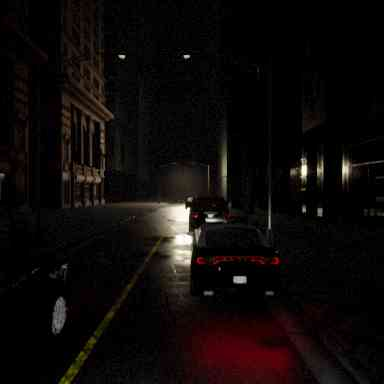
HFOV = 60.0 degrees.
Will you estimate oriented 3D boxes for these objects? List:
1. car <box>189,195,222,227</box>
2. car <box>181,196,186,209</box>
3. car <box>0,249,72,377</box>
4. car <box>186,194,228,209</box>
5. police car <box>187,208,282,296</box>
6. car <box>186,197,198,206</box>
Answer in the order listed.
[{"bbox_3d":[0.905,1.282,24.733,2.150,2.045,5.566,0,0,0],"label":"car"},{"bbox_3d":[0.024,1.598,46.114,2.128,1.511,4.902,0,0,0],"label":"car"},{"bbox_3d":[-3.001,1.484,3.737,1.882,1.535,5.008,0,0,0],"label":"car"},{"bbox_3d":[0.904,1.266,18.732,2.150,2.045,5.566,0,0,0],"label":"car"},{"bbox_3d":[0.900,1.443,8.812,1.930,1.638,5.238,0,0,0],"label":"police car"},{"bbox_3d":[0.015,1.680,59.804,2.033,1.411,5.357,0,0,0],"label":"car"}]
